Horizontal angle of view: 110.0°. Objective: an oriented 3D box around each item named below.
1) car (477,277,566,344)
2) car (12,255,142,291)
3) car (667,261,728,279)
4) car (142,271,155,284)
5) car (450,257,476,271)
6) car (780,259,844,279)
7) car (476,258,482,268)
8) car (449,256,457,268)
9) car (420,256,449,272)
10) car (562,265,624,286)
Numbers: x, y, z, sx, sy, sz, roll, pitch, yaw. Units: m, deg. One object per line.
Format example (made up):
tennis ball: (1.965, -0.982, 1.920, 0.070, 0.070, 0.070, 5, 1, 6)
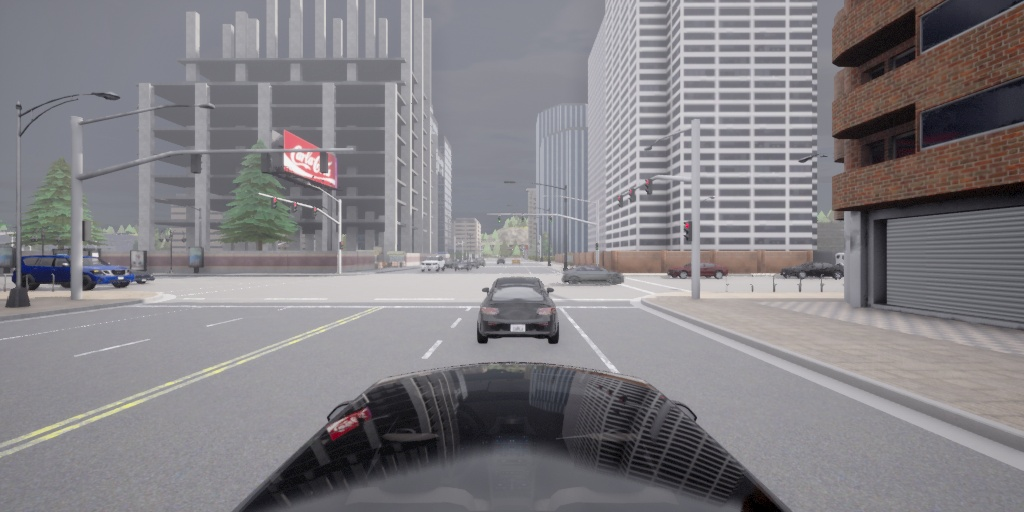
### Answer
car: (0.156, 1.276, 9.472, 1.812, 1.442, 4.674, 0, 0, 1)
car: (-26.159, 0.971, 21.468, 5.566, 2.045, 2.150, 0, 0, 1)
car: (16.456, 1.228, 31.896, 5.008, 1.535, 1.882, 0, 0, 0)
car: (-28.290, 1.297, 24.977, 5.357, 1.411, 2.033, 0, 0, 0)
car: (-6.572, 1.241, 48.541, 2.128, 1.511, 4.902, 0, 0, 1)
car: (26.649, 1.228, 31.820, 5.008, 1.535, 1.882, 0, 0, 0)
car: (-6.453, 1.314, 58.511, 1.994, 1.385, 4.181, 0, 0, 0)
car: (-9.978, 1.102, 55.655, 2.097, 1.767, 4.553, 0, 0, 1)
car: (-10.091, 0.971, 46.185, 2.150, 2.045, 5.566, 0, 0, 1)
car: (5.541, 1.314, 24.765, 4.181, 1.385, 1.994, 0, 0, 0)
